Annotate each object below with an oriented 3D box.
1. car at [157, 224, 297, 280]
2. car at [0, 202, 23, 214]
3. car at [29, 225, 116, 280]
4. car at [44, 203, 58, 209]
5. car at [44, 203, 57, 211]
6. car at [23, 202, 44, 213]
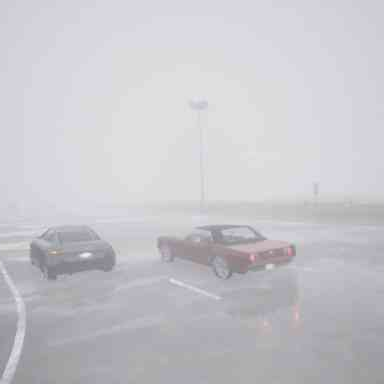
[{"bbox_3d":[0.727,1.644,10.206,1.895,1.301,4.718,-2,0,-34],"label":"car"},{"bbox_3d":[-32.048,2.764,58.923,2.150,2.045,5.566,-2,0,-34],"label":"car"},{"bbox_3d":[-4.053,1.783,10.951,1.994,1.385,4.181,-2,-1,-33],"label":"car"},{"bbox_3d":[-34.476,3.319,81.220,2.033,1.411,5.357,-2,0,-34],"label":"car"},{"bbox_3d":[-28.272,2.978,65.837,1.812,1.442,4.674,-2,0,-34],"label":"car"},{"bbox_3d":[-29.075,3.009,60.786,1.994,1.385,4.181,-2,0,-34],"label":"car"}]
